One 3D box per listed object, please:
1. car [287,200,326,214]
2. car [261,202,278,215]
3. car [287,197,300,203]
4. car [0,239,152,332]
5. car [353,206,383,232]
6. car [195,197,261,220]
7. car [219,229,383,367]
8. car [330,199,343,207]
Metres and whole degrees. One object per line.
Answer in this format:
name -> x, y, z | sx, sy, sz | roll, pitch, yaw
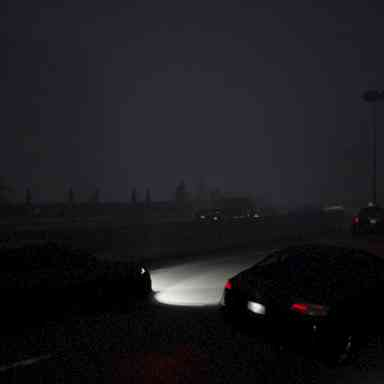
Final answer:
car -> 9.737, 1.718, 28.191 | 1.882, 1.535, 5.008 | 0, 0, 38
car -> 8.315, 1.867, 37.965 | 1.994, 1.385, 4.181 | 0, 0, 34
car -> 23.063, 1.799, 75.729 | 1.994, 1.385, 4.181 | 0, 0, 8
car -> -2.858, 1.595, 6.223 | 4.181, 1.385, 1.994 | 1, 0, -36
car -> 10.526, 1.526, 18.205 | 2.097, 1.767, 4.553 | 0, -1, 43
car -> 2.631, 1.411, 25.305 | 2.150, 2.045, 5.566 | 0, 0, 43
car -> 2.471, 1.617, 5.941 | 4.181, 1.385, 1.994 | 1, -1, -39
car -> 27.955, 2.083, 64.241 | 2.128, 1.511, 4.902 | 0, 0, 16
